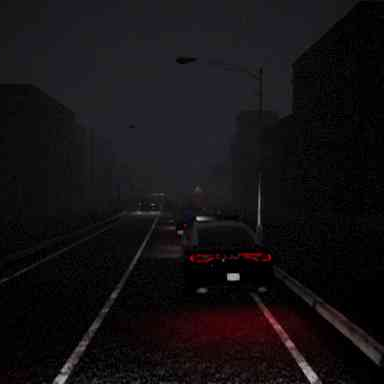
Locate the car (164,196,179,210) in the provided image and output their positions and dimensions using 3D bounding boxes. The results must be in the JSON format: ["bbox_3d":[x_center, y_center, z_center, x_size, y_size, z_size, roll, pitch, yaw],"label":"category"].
[{"bbox_3d":[-2.794,1.592,45.402,2.128,1.511,4.902,0,-1,-4],"label":"car"}]

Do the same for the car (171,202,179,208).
[{"bbox_3d":[-0.424,1.708,24.796,1.812,1.442,4.674,0,-1,-4],"label":"car"}]

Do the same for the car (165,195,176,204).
[{"bbox_3d":[-3.792,1.326,59.154,1.895,1.301,4.718,0,2,-4],"label":"car"}]

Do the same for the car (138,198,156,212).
[{"bbox_3d":[-5.766,1.546,43.118,2.097,1.767,4.553,0,1,-4],"label":"car"}]

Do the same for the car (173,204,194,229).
[{"bbox_3d":[0.005,1.604,18.801,1.812,1.442,4.674,0,-1,-4],"label":"car"}]

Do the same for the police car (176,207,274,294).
[{"bbox_3d":[0.650,1.401,8.854,1.930,1.638,5.238,0,0,-3],"label":"police car"}]
